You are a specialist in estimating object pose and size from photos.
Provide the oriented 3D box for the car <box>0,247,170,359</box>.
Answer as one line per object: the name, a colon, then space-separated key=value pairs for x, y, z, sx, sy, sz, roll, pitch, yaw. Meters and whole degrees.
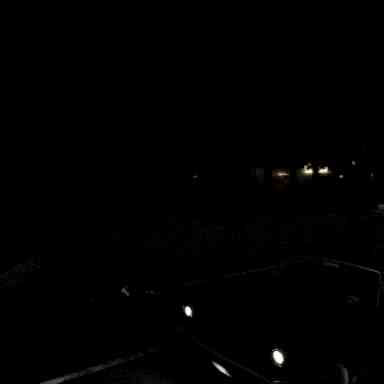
car: x=-2.126 y=1.580 z=5.146 sx=4.206 sy=1.307 sz=1.802 roll=0 pitch=0 yaw=-35

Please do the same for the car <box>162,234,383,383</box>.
car: x=2.112 y=1.595 z=4.883 sx=4.718 sy=1.301 sz=1.895 roll=0 pitch=0 yaw=-36

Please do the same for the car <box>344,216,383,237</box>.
car: x=6.872 y=1.534 z=11.559 sx=4.403 sy=1.369 sz=2.008 roll=0 pitch=0 yaw=-35
